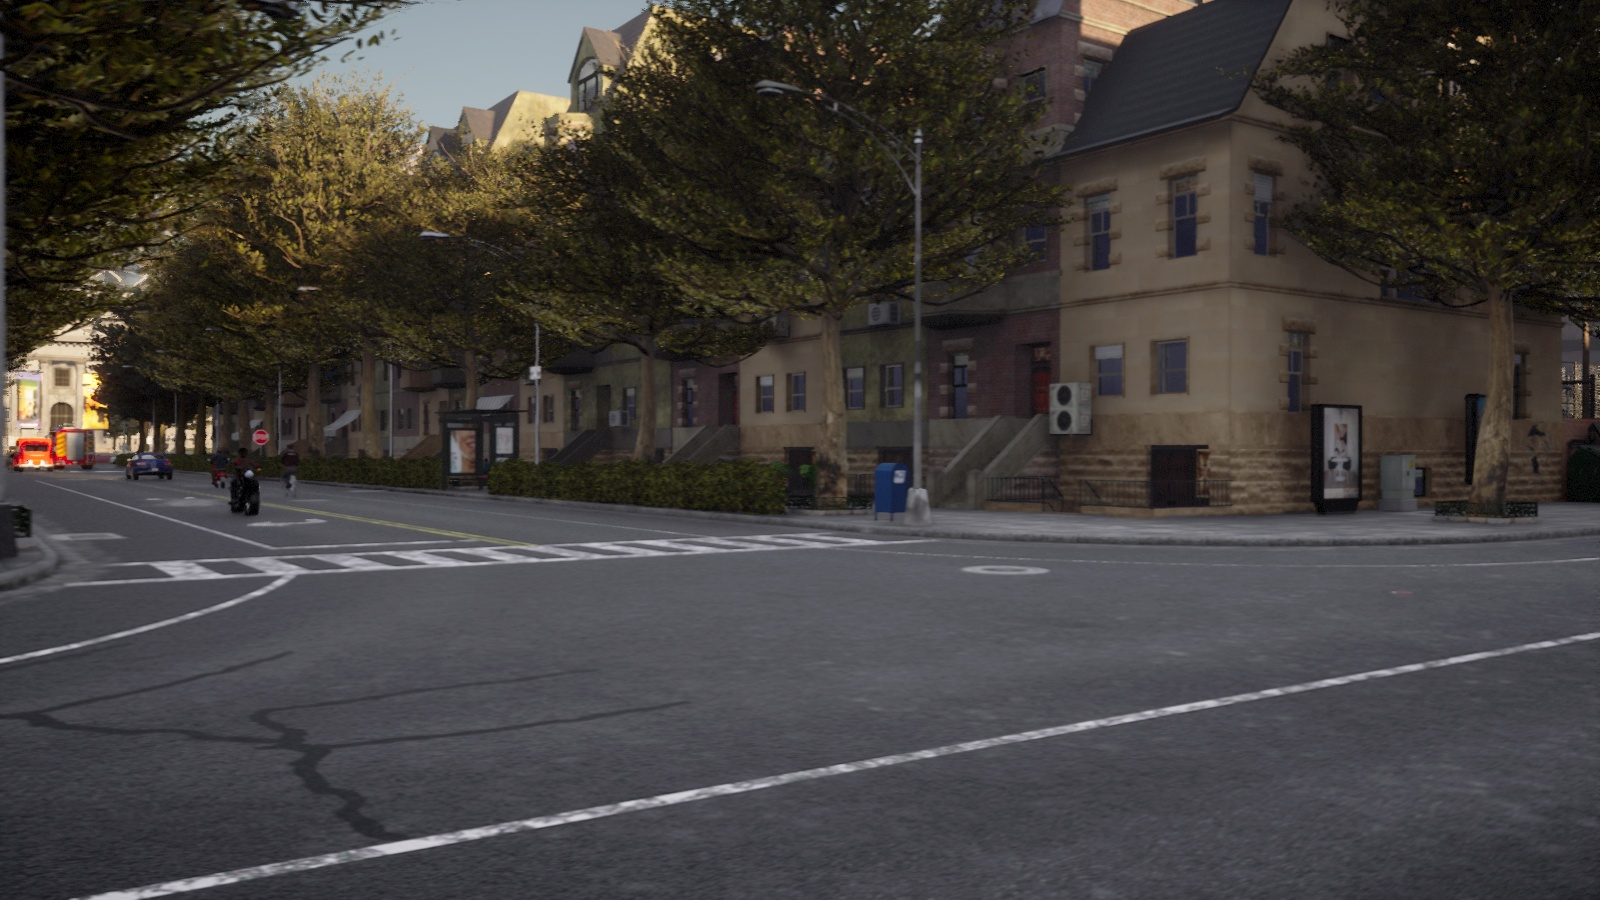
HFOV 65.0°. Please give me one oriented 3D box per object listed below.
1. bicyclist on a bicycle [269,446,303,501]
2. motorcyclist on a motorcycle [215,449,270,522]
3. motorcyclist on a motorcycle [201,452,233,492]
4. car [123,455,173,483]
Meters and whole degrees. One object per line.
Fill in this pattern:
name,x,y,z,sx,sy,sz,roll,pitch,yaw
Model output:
bicyclist on a bicycle,-16.805,0.751,41.056,0.659,1.776,1.843,0,0,-35
motorcyclist on a motorcycle,-13.161,0.796,29.616,0.766,1.649,2.350,0,0,-35
motorcyclist on a motorcycle,-23.695,0.873,51.039,0.866,1.590,1.817,0,0,-35
car,-35.147,1.011,67.639,1.812,1.442,4.674,0,0,-35
